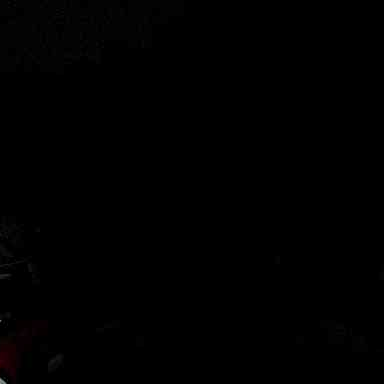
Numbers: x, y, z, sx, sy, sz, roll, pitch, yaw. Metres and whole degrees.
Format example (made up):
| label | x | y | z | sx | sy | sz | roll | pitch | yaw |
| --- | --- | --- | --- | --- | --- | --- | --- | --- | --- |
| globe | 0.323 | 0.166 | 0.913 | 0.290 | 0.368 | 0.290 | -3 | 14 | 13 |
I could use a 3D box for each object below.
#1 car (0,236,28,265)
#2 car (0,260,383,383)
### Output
| label | x | y | z | sx | sy | sz | roll | pitch | yaw |
| --- | --- | --- | --- | --- | --- | --- | --- | --- | --- |
| car | -4.566 | 1.428 | 6.044 | 4.097 | 1.590 | 1.967 | 0 | 1 | 36 |
| car | -0.050 | 1.542 | 2.827 | 4.507 | 1.381 | 1.887 | 0 | 1 | 36 |
